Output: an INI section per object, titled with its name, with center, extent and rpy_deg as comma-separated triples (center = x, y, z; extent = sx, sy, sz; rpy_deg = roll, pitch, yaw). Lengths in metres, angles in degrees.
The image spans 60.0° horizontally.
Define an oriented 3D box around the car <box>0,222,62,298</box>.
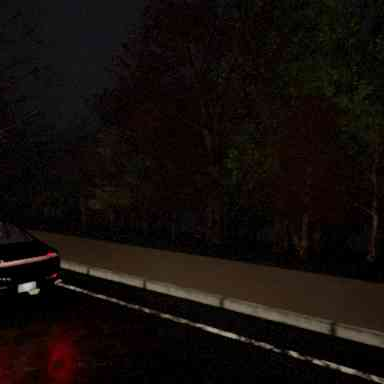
[car]
center = -4.787, 1.367, 7.068
extent = 4.902, 1.511, 2.128
rpy_deg = 1, 1, 35
